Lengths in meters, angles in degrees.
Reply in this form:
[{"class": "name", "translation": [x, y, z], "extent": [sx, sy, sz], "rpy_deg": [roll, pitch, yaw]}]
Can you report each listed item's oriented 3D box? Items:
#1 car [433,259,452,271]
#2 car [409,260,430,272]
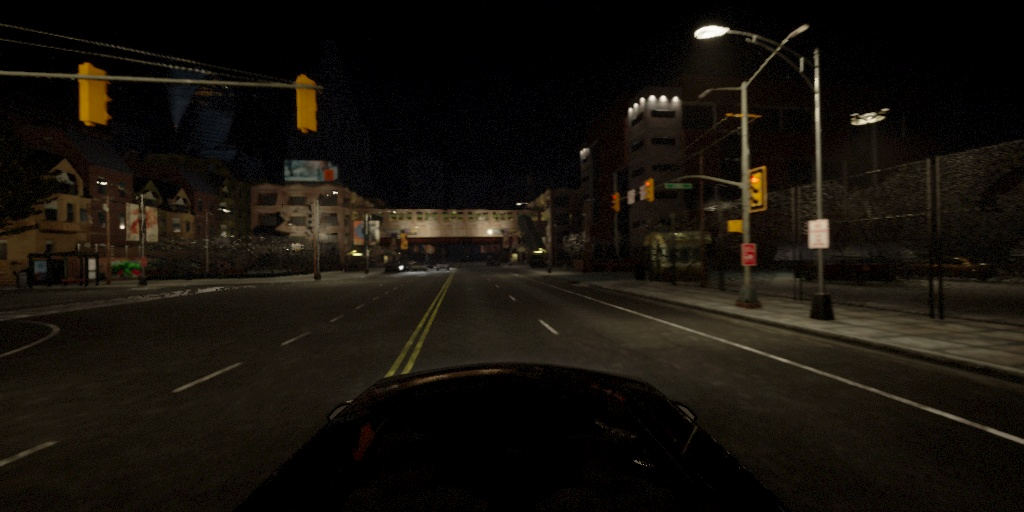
[{"class": "car", "translation": [-10.755, 1.569, 55.981], "extent": [1.812, 1.442, 4.674], "rpy_deg": [-1, 0, -7]}, {"class": "car", "translation": [-14.198, 1.697, 55.346], "extent": [1.895, 1.301, 4.718], "rpy_deg": [-1, 0, -7]}]
